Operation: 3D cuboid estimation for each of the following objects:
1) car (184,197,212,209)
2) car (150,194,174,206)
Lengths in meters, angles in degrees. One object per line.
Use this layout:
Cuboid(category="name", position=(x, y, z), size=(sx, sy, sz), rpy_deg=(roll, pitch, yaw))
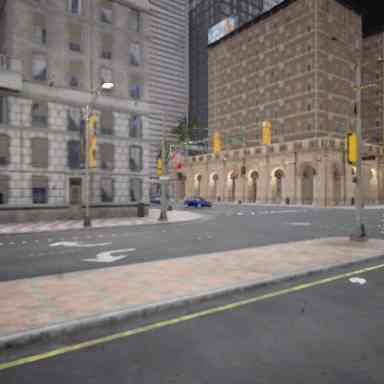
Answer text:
Cuboid(category="car", position=(0.796, 1.457, 46.223), size=(1.882, 1.535, 5.008), rpy_deg=(0, 0, -36))
Cuboid(category="car", position=(-4.934, 1.504, 54.271), size=(1.812, 1.442, 4.674), rpy_deg=(0, 0, -35))
